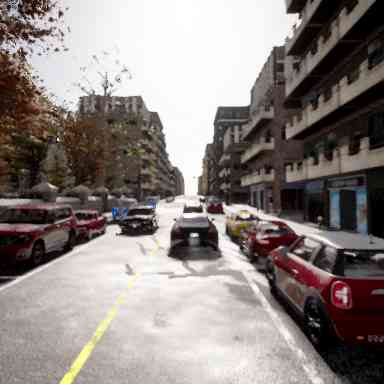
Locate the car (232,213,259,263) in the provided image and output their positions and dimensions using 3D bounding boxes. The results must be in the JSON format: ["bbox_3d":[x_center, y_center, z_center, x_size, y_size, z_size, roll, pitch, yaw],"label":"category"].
[{"bbox_3d":[2.704,1.635,11.859,1.802,1.307,4.206,1,0,0],"label":"car"}]

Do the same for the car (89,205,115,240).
[{"bbox_3d":[-5.674,1.621,17.384,1.887,1.381,4.507,1,0,0],"label":"car"}]

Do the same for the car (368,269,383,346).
[{"bbox_3d":[2.704,1.530,0.983,1.752,1.417,4.829,1,0,0],"label":"car"}]

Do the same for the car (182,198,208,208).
[{"bbox_3d":[0.102,1.632,31.903,2.128,1.511,4.902,0,0,0],"label":"car"}]

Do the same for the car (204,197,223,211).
[{"bbox_3d":[2.680,1.615,39.476,1.967,1.590,4.097,1,0,0],"label":"car"}]

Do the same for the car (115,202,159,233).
[{"bbox_3d":[-3.098,1.595,20.383,1.837,1.490,4.892,0,0,0],"label":"car"}]

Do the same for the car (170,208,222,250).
[{"bbox_3d":[0.096,1.629,14.708,1.994,1.385,4.181,0,0,0],"label":"car"}]

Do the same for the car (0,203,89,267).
[{"bbox_3d":[-5.671,1.368,11.861,2.192,1.841,5.009,1,0,0],"label":"car"}]

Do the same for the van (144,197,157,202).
[{"bbox_3d":[-5.633,1.540,45.003,1.690,1.788,3.998,1,0,0],"label":"van"}]

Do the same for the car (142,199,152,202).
[{"bbox_3d":[-5.656,1.716,33.954,1.947,1.339,4.313,1,0,0],"label":"car"}]

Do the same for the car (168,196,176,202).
[{"bbox_3d":[-5.662,1.860,94.232,1.967,1.590,4.097,1,0,0],"label":"car"}]

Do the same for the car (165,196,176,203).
[{"bbox_3d":[-5.665,1.893,82.776,1.752,1.417,4.829,1,0,0],"label":"car"}]

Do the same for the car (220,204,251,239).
[{"bbox_3d":[2.706,1.603,17.553,1.752,1.417,4.829,1,0,0],"label":"car"}]

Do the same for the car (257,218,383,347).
[{"bbox_3d":[2.706,1.469,6.337,1.967,1.590,4.097,1,0,0],"label":"car"}]

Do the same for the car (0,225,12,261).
[{"bbox_3d":[-5.675,1.573,6.337,1.887,1.381,4.507,1,0,0],"label":"car"}]

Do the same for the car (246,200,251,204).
[{"bbox_3d":[13.652,1.914,71.128,4.097,1.590,1.967,0,-2,1],"label":"car"}]

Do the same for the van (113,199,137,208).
[{"bbox_3d":[-5.677,1.467,28.432,1.690,1.788,3.998,1,0,0],"label":"van"}]
